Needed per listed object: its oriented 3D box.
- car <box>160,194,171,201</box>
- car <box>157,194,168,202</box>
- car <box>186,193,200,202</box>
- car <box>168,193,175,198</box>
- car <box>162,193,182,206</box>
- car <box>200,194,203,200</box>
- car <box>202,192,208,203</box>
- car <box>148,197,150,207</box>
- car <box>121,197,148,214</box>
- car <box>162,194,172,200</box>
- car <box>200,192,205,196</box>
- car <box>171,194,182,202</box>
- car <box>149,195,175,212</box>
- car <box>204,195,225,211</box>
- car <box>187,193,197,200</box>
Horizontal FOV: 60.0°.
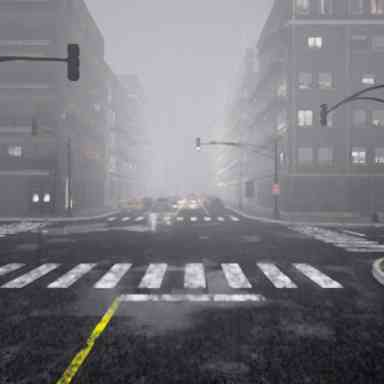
[{"bbox_3d":[-5.677,1.159,71.036,2.008,1.369,4.403,1,0,0],"label":"car"},{"bbox_3d":[-5.677,1.164,65.343,1.752,1.417,4.829,1,0,0],"label":"car"},{"bbox_3d":[0.006,0.997,64.111,2.097,1.767,4.553,0,0,0],"label":"car"},{"bbox_3d":[-5.675,1.018,92.959,1.752,1.417,4.829,1,0,0],"label":"car"},{"bbox_3d":[-3.071,1.268,50.133,2.033,1.411,5.357,0,0,0],"label":"car"},{"bbox_3d":[2.702,1.279,54.452,1.802,1.307,4.206,1,0,0],"label":"car"},{"bbox_3d":[2.702,1.198,43.404,1.967,1.590,4.097,1,0,0],"label":"car"},{"bbox_3d":[-5.679,1.302,43.419,1.887,1.381,4.507,1,0,0],"label":"car"},{"bbox_3d":[-5.680,1.345,32.202,1.752,1.417,4.829,1,0,0],"label":"car"},{"bbox_3d":[-5.677,1.123,76.560,1.887,1.381,4.507,1,0,0],"label":"car"},{"bbox_3d":[2.707,0.894,76.544,2.192,1.841,5.009,1,0,0],"label":"car"},{"bbox_3d":[-2.997,1.212,66.267,1.994,1.385,4.181,0,1,0],"label":"car"},{"bbox_3d":[-3.089,1.329,35.143,1.812,1.442,4.674,0,1,0],"label":"car"},{"bbox_3d":[2.701,1.333,37.881,1.887,1.381,4.507,1,0,0],"label":"car"},{"bbox_3d":[0.007,1.062,74.147,2.033,1.411,5.357,0,0,0],"label":"car"}]
